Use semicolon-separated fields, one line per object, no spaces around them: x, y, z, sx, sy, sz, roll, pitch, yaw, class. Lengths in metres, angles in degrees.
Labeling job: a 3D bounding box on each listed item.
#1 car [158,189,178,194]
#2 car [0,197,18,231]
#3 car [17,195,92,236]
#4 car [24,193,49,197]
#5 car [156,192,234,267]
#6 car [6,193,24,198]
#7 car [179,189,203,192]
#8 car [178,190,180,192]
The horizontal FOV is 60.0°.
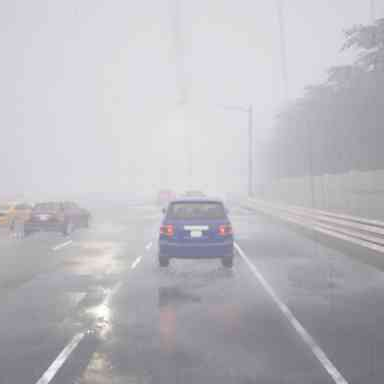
-3.295;0.661;42.757;2.150;2.045;5.566;0;1;1;car
-10.352;1.306;19.280;1.882;1.535;5.008;0;1;0;car
-6.859;1.206;17.510;2.097;1.767;4.553;0;1;0;car
-20.767;0.928;45.852;1.812;1.442;4.674;0;1;1;car
0.119;1.151;11.352;2.150;2.045;5.566;0;1;0;car
-24.267;0.940;45.892;1.812;1.442;4.674;0;1;1;car
0.216;0.847;31.580;2.150;2.045;5.566;0;1;0;car
-3.018;0.295;72.722;2.097;1.767;4.553;0;1;0;car
